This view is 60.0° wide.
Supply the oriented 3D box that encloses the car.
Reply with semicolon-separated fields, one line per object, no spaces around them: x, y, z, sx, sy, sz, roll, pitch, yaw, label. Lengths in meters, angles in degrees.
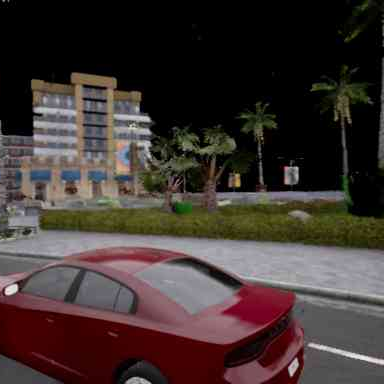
-1.129;1.503;4.472;5.008;1.535;1.882;-1;0;33;car
